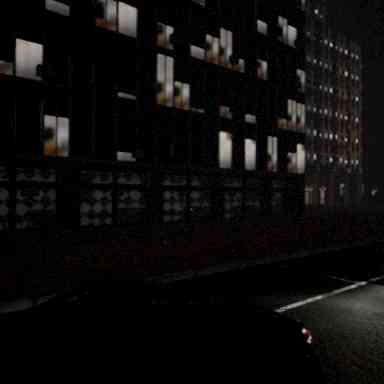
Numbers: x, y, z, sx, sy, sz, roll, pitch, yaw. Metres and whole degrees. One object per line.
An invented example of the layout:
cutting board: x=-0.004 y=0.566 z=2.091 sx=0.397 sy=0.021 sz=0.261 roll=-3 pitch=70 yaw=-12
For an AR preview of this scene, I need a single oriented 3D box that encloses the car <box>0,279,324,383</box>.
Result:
car: x=-0.747 y=1.578 z=2.844 sx=4.181 sy=1.385 sz=1.994 roll=0 pitch=0 yaw=-37
